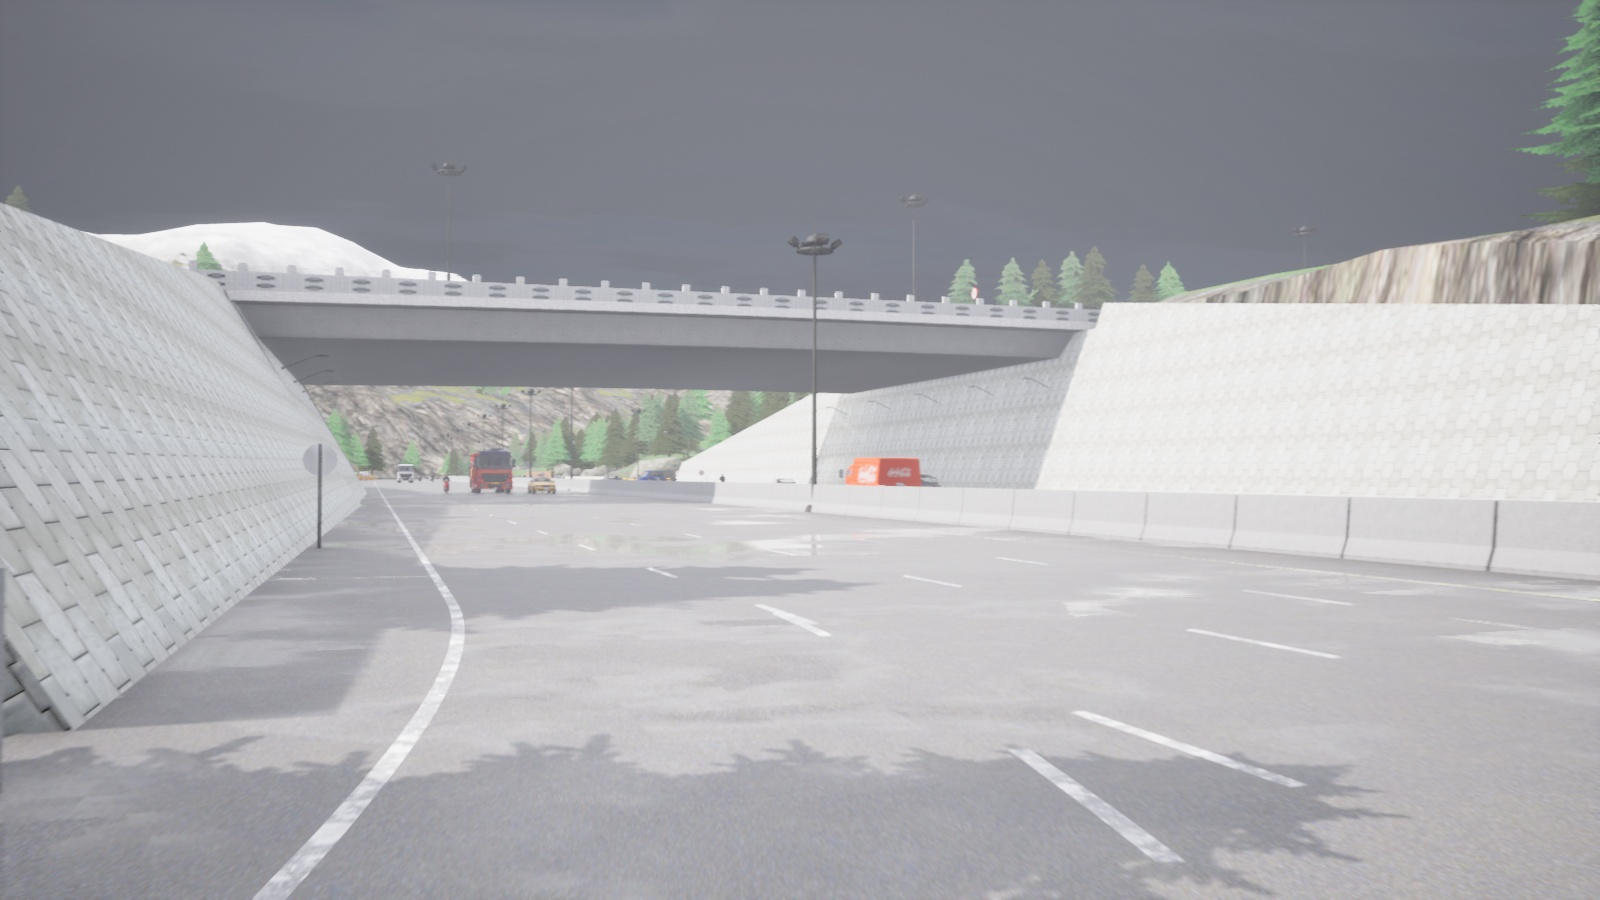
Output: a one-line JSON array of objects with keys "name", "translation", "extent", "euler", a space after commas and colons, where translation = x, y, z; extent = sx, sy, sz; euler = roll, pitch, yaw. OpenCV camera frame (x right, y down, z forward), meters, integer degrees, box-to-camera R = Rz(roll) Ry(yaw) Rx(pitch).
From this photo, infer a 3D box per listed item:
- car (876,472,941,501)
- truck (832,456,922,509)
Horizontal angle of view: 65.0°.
[{"name": "car", "translation": [6.481, 2.170, 75.477], "extent": [2.242, 1.667, 4.611], "euler": [0, -1, -19]}, {"name": "truck", "translation": [3.726, 1.578, 62.007], "extent": [2.627, 2.467, 5.204], "euler": [0, -1, -19]}]
